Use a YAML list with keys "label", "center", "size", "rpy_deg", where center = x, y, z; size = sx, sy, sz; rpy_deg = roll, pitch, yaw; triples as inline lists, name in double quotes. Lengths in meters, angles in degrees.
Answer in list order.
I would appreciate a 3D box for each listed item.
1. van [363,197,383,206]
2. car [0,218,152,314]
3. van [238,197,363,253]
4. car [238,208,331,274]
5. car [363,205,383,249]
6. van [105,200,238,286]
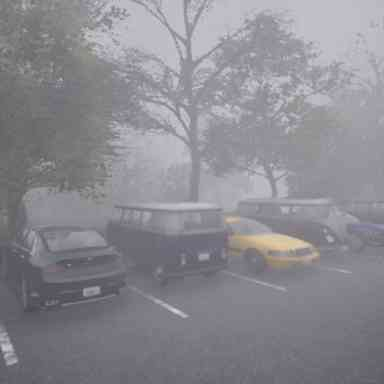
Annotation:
- label: "van"
  center: [8.059, 1.245, 15.665]
  size: [1.878, 1.987, 4.442]
  rpy_deg: [0, 0, -36]
- label: "car"
  center: [-3.160, 1.478, 7.799]
  size: [2.231, 1.521, 4.892]
  rpy_deg: [0, 0, -36]
- label: "van"
  center: [3.669, 1.238, 12.534]
  size: [1.878, 1.987, 4.442]
  rpy_deg: [0, 0, -35]
- label: "car"
  center: [1.455, 1.465, 10.871]
  size: [1.946, 1.575, 5.366]
  rpy_deg: [0, 0, -36]
- label: "car"
  center: [5.854, 1.459, 14.242]
  size: [2.097, 1.535, 5.008]
  rpy_deg: [0, 0, -35]
- label: "van"
  center: [-0.976, 1.247, 9.507]
  size: [1.878, 1.987, 4.442]
  rpy_deg: [0, 0, -36]
